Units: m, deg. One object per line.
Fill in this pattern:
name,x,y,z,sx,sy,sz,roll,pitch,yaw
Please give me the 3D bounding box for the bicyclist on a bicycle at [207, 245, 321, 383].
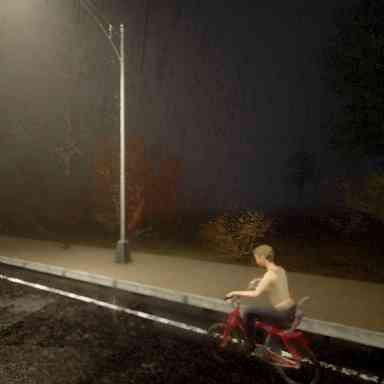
bicyclist on a bicycle,0.811,1.450,4.093,1.509,1.612,0.866,-1,0,35
